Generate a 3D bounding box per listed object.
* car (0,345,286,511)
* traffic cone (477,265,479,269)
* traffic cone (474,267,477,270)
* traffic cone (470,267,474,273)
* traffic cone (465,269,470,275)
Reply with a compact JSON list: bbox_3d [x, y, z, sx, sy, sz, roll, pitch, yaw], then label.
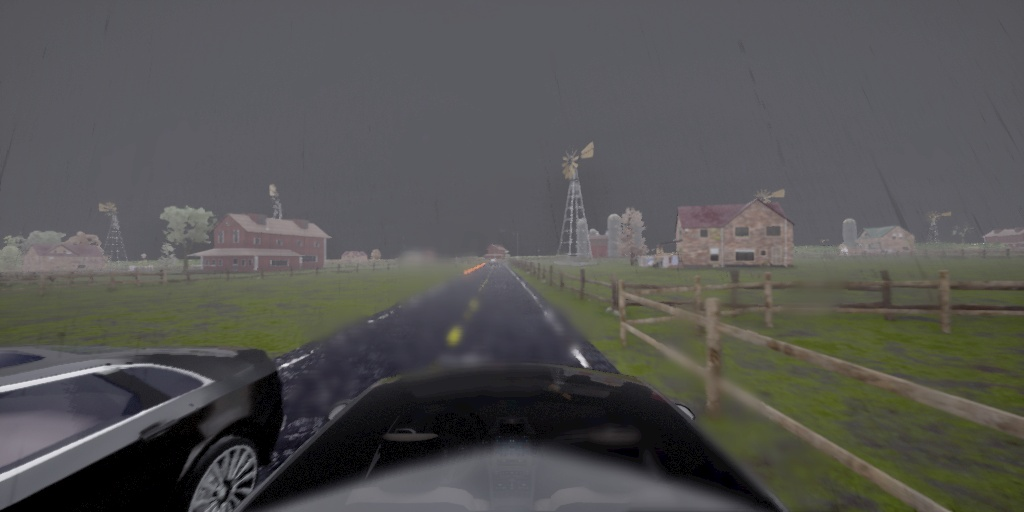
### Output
[{"bbox_3d":[-2.873,1.234,1.093,2.128,1.511,4.902,1,0,0],"label":"car"},{"bbox_3d":[-5.509,1.788,53.486,0.340,0.580,0.340,0,0,-2],"label":"traffic cone"},{"bbox_3d":[-5.314,1.779,48.489,0.340,0.580,0.340,0,0,-2],"label":"traffic cone"},{"bbox_3d":[-5.119,1.769,43.492,0.340,0.580,0.340,0,0,-2],"label":"traffic cone"},{"bbox_3d":[-4.924,1.759,38.496,0.340,0.580,0.340,0,0,-2],"label":"traffic cone"}]
